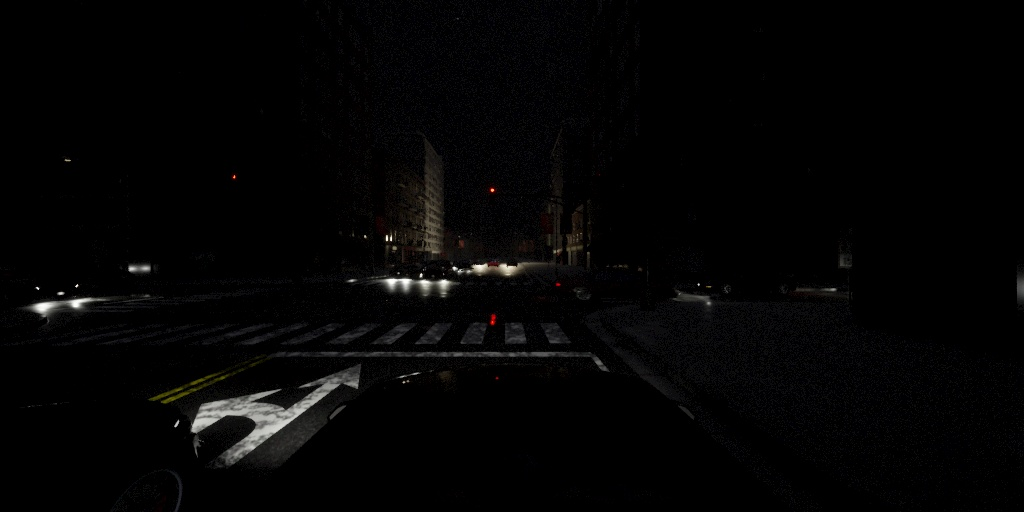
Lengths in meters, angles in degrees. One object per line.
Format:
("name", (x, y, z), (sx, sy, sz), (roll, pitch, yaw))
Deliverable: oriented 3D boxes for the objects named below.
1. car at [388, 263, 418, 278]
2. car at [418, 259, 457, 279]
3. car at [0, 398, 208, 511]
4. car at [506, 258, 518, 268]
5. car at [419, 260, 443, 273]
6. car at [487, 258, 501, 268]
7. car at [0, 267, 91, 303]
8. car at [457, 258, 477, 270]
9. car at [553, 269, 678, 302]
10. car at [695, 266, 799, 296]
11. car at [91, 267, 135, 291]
("car", (-9.845, 1.315, 33.144), (1.994, 1.385, 4.181), (0, 0, 0))
("car", (-6.595, 1.103, 32.243), (2.097, 1.767, 4.553), (0, 0, 0))
("car", (-3.245, 1.276, 0.749), (1.812, 1.442, 4.674), (0, 0, 0))
("car", (0.008, 1.249, 62.161), (1.837, 1.490, 4.892), (0, 0, 0))
("car", (-9.843, 1.226, 43.951), (1.882, 1.535, 5.008), (0, 0, 0))
("car", (-3.242, 1.345, 62.608), (1.895, 1.301, 4.718), (0, 0, 0))
("car", (-22.895, 1.292, 16.100), (5.357, 1.411, 2.033), (0, 0, 0))
("car", (-6.592, 1.294, 51.051), (2.033, 1.411, 5.357), (0, 0, 0))
("car", (4.550, 1.306, 16.381), (5.357, 1.411, 2.033), (0, 0, 6))
("car", (12.459, 1.295, 19.202), (4.892, 1.490, 1.837), (0, 0, 2))
("car", (-25.372, 1.331, 21.598), (4.313, 1.339, 1.948), (0, 0, 0))
